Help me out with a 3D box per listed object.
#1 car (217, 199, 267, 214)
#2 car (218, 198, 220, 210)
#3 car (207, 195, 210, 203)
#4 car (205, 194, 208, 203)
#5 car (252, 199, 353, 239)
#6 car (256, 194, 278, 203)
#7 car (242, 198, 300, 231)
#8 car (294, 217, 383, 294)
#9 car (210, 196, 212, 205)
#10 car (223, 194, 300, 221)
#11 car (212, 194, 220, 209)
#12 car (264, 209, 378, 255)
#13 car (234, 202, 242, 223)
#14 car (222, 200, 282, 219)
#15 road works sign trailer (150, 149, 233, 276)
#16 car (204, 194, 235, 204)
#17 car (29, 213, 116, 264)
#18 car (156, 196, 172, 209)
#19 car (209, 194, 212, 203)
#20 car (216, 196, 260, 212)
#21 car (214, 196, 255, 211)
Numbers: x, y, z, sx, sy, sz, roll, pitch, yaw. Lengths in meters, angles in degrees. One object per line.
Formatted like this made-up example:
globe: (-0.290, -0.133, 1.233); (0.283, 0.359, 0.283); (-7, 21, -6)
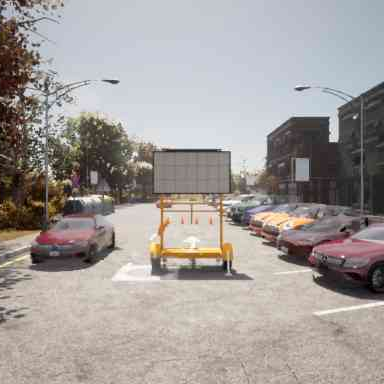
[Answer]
car: (5.321, 1.560, 35.645); (4.792, 1.488, 2.163); (1, 0, -20)
car: (5.151, 1.503, 26.586); (5.366, 1.575, 1.946); (1, 0, -20)
car: (5.362, 1.583, 50.681); (5.008, 1.535, 2.097); (1, -1, -20)
car: (5.190, 1.612, 59.625); (5.366, 1.575, 1.946); (1, 0, -20)
car: (5.334, 1.366, 14.653); (4.553, 1.767, 2.185); (1, 0, -20)
car: (18.333, 1.462, 81.718); (2.435, 2.045, 5.566); (0, 0, -21)
car: (5.339, 1.369, 17.654); (4.553, 1.767, 2.185); (1, 0, -20)
car: (5.299, 1.527, 8.641); (4.674, 1.452, 2.002); (1, 0, -20)
car: (5.365, 1.600, 44.669); (4.674, 1.452, 2.002); (1, 0, -20)
car: (5.308, 1.251, 23.629); (5.566, 2.045, 2.435); (1, 0, -20)
car: (5.317, 1.270, 32.646); (5.566, 2.045, 2.435); (1, 0, -20)
car: (5.271, 1.518, 11.633); (4.792, 1.488, 2.163); (1, 0, -20)
car: (5.308, 1.538, 20.651); (4.674, 1.452, 2.002); (1, 0, -20)
car: (5.304, 1.544, 29.644); (4.792, 1.488, 2.163); (1, 0, -20)
road works sign trailer: (-0.011, 0.467, 10.358); (2.380, 3.560, 2.880); (0, 0, 0)
car: (5.375, 1.391, 65.719); (5.566, 2.045, 2.435); (1, 0, -20)
car: (-3.976, 1.529, 11.912); (1.812, 1.442, 4.674); (0, 0, 0)
car: (-4.037, 1.440, 48.146); (2.097, 1.767, 4.553); (0, 0, 0)
car: (5.401, 1.446, 47.678); (4.553, 1.767, 2.185); (1, 0, -20)
car: (5.322, 1.413, 38.660); (4.553, 1.767, 2.185); (1, 0, -20)
car: (5.328, 1.423, 41.661); (4.553, 1.767, 2.185); (1, 0, -20)
